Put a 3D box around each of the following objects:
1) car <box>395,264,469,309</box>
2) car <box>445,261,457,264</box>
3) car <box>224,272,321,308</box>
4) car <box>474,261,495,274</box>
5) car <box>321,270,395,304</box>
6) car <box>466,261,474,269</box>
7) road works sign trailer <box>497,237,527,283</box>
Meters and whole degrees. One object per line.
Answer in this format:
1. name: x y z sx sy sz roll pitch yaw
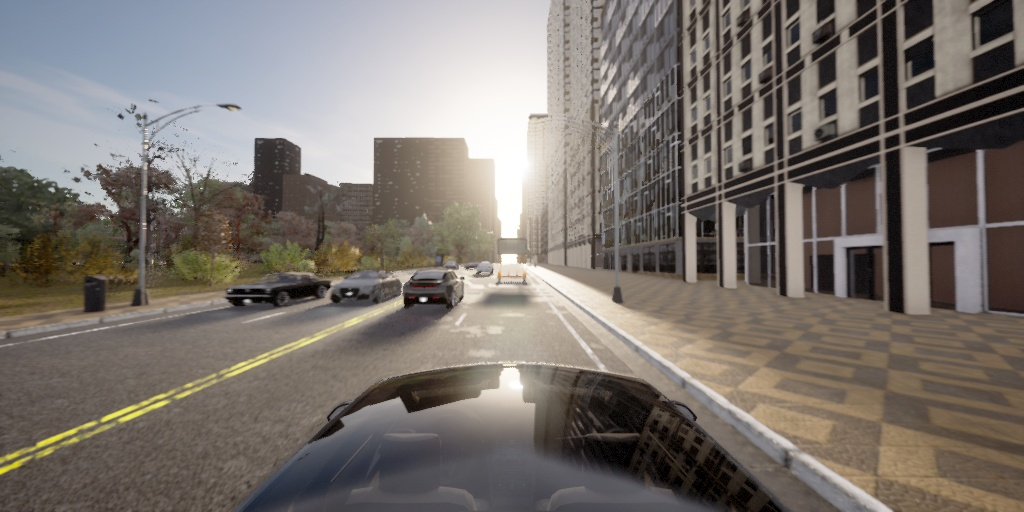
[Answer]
1. car: -3.156 1.285 15.201 1.837 1.490 4.892 0 0 0
2. car: -9.805 1.514 57.987 1.812 1.442 4.674 0 0 1
3. car: -9.851 1.380 15.570 1.895 1.301 4.718 0 0 0
4. car: -3.159 1.418 43.017 1.812 1.442 4.674 0 0 0
5. car: -6.599 1.346 16.551 1.994 1.385 4.181 0 0 0
6. car: -6.550 1.562 59.529 1.994 1.385 4.181 0 0 1
7. road works sign trailer: -0.001 0.287 29.097 2.380 3.560 2.880 0 0 0
